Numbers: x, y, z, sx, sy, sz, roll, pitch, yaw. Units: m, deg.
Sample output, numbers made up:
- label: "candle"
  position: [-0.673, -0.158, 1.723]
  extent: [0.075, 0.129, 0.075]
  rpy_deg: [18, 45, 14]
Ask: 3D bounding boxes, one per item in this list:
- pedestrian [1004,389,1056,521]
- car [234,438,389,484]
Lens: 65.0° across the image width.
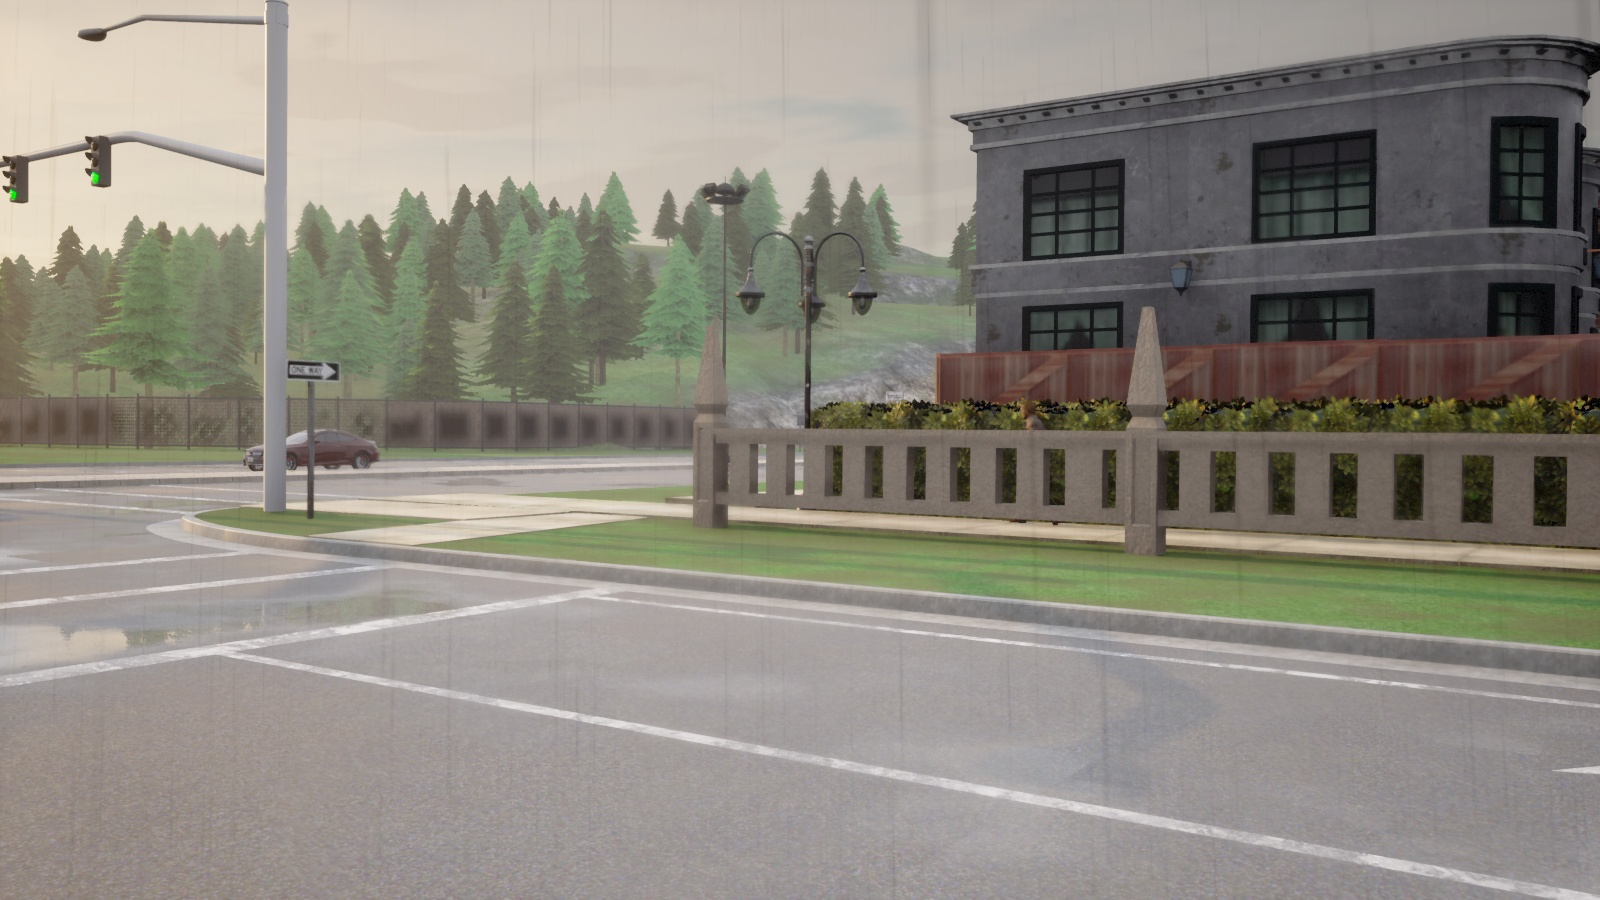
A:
- label: "pedestrian"
  position: [3.268, 0.067, 17.817]
  extent: [0.634, 1.846, 0.331]
  rpy_deg: [0, 1, 36]
- label: "car"
  position: [-16.435, 0.326, 42.475]
  extent: [1.812, 1.442, 4.674]
  rpy_deg: [0, 1, 34]
